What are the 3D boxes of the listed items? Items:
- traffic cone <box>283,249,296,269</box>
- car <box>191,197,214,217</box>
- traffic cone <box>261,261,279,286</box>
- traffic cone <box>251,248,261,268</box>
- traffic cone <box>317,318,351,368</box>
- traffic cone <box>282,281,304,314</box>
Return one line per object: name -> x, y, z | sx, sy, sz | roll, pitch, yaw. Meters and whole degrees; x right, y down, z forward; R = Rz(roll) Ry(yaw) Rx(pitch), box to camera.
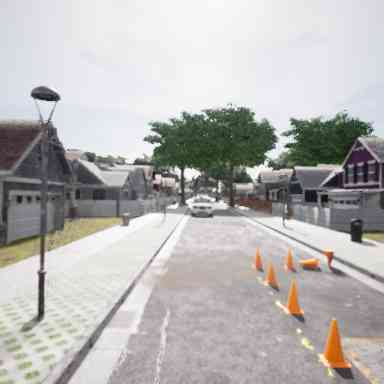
traffic cone -> 3.094, 2.114, 10.561 | 0.340, 0.580, 0.340 | 1, -1, 1
car -> 1.100, 1.553, 35.881 | 2.150, 2.045, 5.566 | 1, -1, 1
traffic cone -> 2.049, 2.076, 8.584 | 0.340, 0.580, 0.340 | 1, -1, 1
traffic cone -> 2.094, 2.095, 10.584 | 0.340, 0.580, 0.340 | 1, -1, 1
traffic cone -> 1.958, 2.038, 4.586 | 0.340, 0.580, 0.340 | 1, -1, 1
traffic cone -> 2.003, 2.057, 6.585 | 0.340, 0.580, 0.340 | 1, -1, 1
